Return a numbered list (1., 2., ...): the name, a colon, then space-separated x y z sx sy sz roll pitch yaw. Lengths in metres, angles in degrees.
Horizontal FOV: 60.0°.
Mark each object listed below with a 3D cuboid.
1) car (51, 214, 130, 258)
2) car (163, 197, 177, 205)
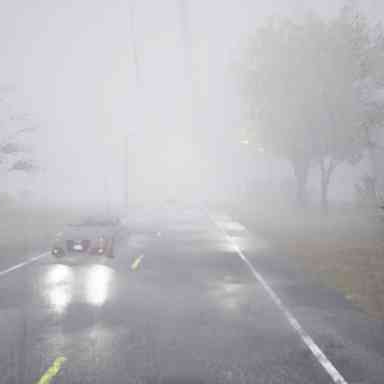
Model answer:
1. car: -3.596 1.545 12.481 1.994 1.385 4.181 0 0 0
2. car: -3.546 1.434 54.640 1.994 1.385 4.181 0 0 0
